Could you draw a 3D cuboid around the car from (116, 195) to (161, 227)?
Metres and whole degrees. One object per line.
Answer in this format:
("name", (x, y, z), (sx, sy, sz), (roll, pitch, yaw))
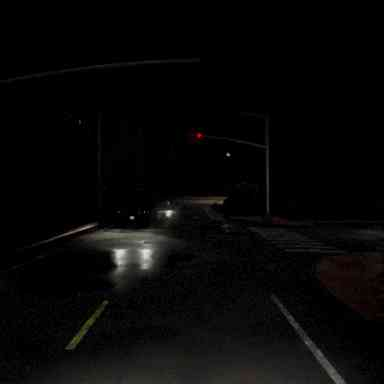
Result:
("car", (-3.620, 1.212, 22.854), (2.150, 2.045, 5.566), (0, 0, 0))

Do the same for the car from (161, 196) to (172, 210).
("car", (-3.613, 1.332, 41.657), (2.097, 1.767, 4.553), (0, 0, 0))
